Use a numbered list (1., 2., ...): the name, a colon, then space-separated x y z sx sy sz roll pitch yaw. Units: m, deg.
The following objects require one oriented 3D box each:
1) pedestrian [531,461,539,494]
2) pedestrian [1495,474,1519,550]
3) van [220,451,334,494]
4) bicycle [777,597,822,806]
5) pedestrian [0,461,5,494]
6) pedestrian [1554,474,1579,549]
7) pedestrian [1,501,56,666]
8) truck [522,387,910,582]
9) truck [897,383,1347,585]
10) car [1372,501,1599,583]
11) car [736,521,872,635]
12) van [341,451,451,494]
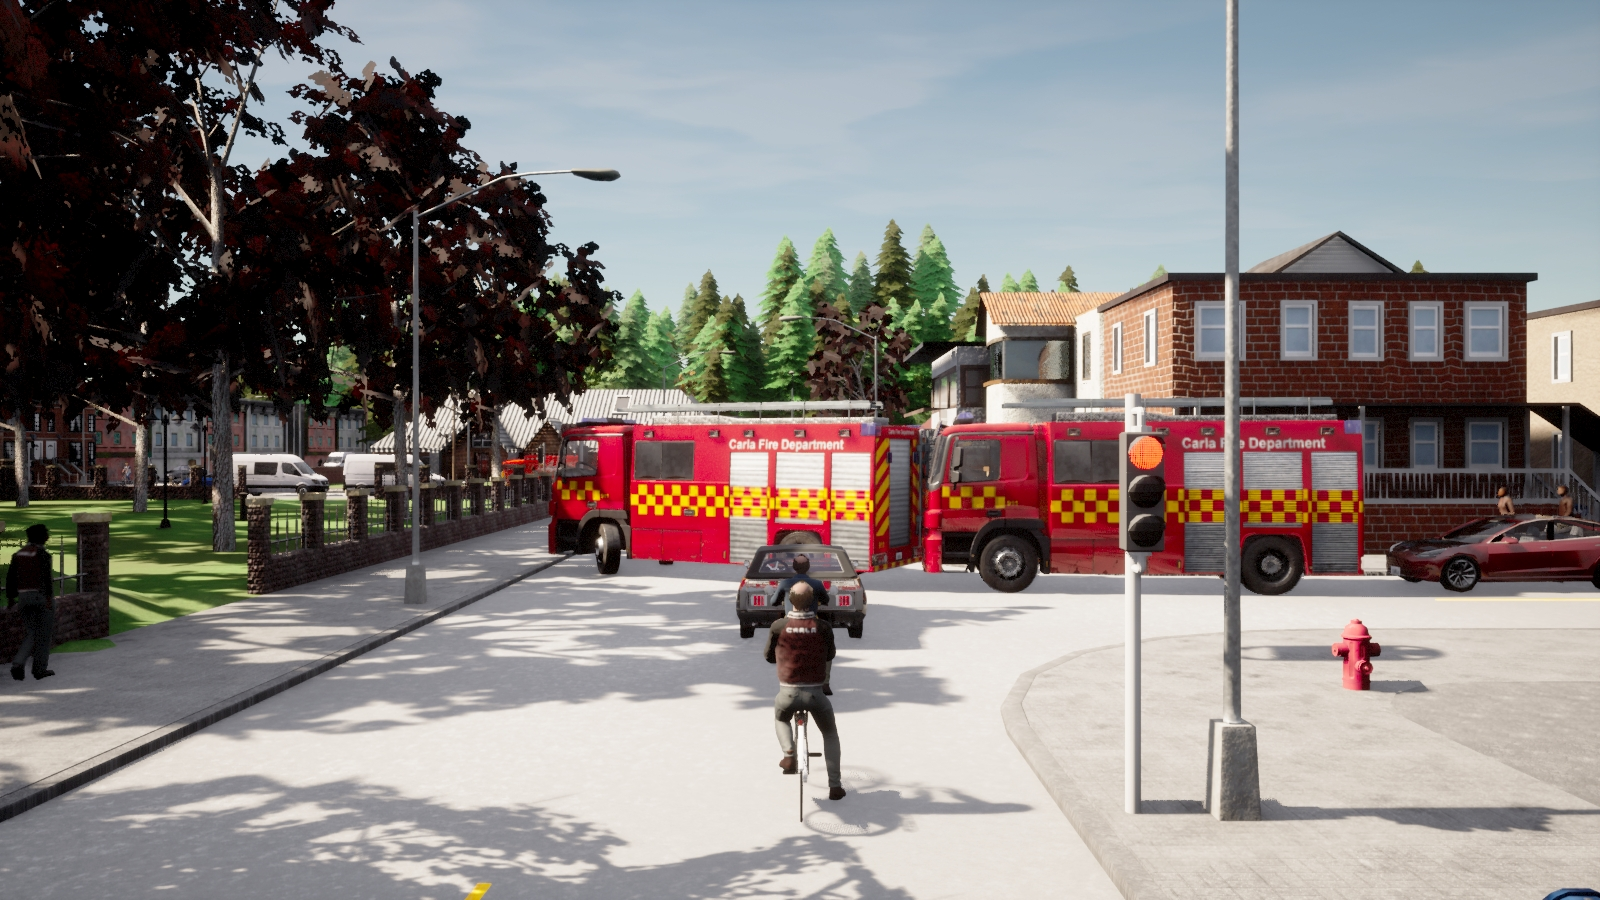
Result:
1. pedestrian: -14.782 1.525 63.679 0.375 1.860 0.375 0 0 -1
2. pedestrian: 17.499 1.516 28.278 0.375 1.860 0.375 0 0 -2
3. van: -31.465 1.314 68.839 5.915 2.561 1.988 0 0 1
4. bicycle: -0.005 1.940 9.200 0.329 1.271 1.835 0 0 0
5. pedestrian: -44.377 1.523 63.321 0.375 1.860 0.375 0 0 30
6. pedestrian: 19.153 1.524 28.556 0.375 1.860 0.375 0 0 2
7. pedestrian: -8.913 1.525 13.210 0.375 1.860 0.375 0 0 3
8. truck: -2.007 0.672 25.771 8.468 3.827 2.891 0 0 28
9. truck: 6.260 0.669 23.460 8.468 3.827 2.891 0 0 5
10. car: 14.646 1.843 23.389 4.792 1.488 2.163 0 0 0
11. car: 0.052 1.935 18.331 1.895 1.301 4.718 0 0 0
12. van: -24.299 1.314 68.785 5.915 2.561 1.988 0 0 1
